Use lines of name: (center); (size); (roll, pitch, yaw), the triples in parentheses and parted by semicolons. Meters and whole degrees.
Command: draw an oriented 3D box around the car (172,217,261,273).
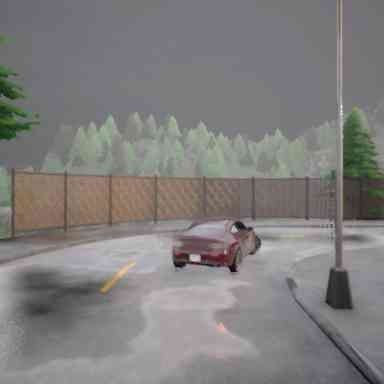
car: (0.882, 1.511, 10.645); (1.812, 1.442, 4.674); (0, 0, 21)
